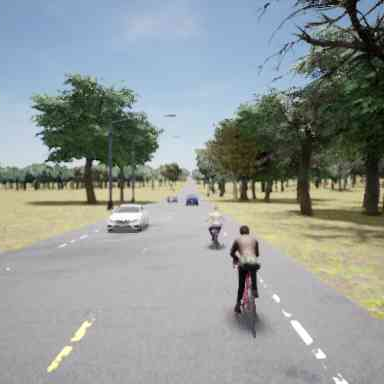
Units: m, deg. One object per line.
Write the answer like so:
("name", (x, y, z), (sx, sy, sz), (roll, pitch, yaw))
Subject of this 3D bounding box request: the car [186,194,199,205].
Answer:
("car", (0.036, 1.276, 53.319), (1.882, 1.535, 5.008), (0, 0, 0))

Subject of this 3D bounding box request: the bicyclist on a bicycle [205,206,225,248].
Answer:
("bicyclist on a bicycle", (0.949, 1.378, 13.344), (0.866, 1.612, 1.509), (0, 0, 0))

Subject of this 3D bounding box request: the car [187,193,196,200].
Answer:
("car", (-0.094, 1.138, 78.182), (1.882, 1.535, 5.008), (0, 0, 0))

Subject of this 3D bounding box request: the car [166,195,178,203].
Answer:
("car", (-3.619, 1.260, 61.034), (2.128, 1.511, 4.902), (0, 0, 1))

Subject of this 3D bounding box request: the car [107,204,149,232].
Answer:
("car", (-3.608, 1.441, 19.445), (1.812, 1.442, 4.674), (0, 0, 0))

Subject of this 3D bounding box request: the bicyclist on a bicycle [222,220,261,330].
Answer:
("bicyclist on a bicycle", (0.957, 1.426, 5.909), (0.582, 1.620, 1.656), (0, 0, 0))
